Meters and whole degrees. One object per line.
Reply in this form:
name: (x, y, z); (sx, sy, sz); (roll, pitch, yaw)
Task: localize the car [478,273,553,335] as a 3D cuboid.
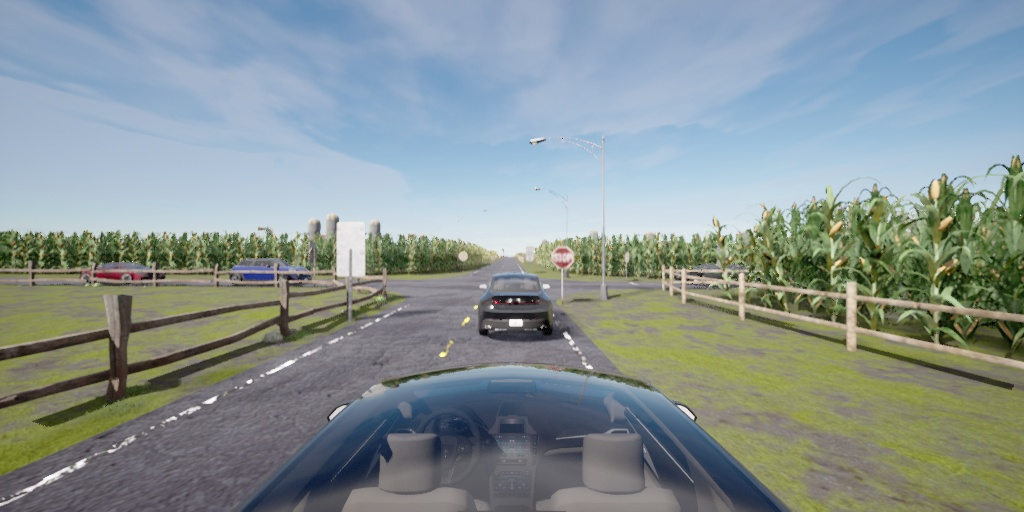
car: (0.083, 1.235, 10.410); (1.837, 1.490, 4.892); (0, 0, 0)

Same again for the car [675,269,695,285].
car: (14.563, 1.289, 26.213); (5.008, 1.535, 1.882); (1, 0, 0)

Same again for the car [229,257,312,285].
car: (-15.657, 0.952, 23.445); (4.553, 1.767, 2.097); (0, 0, 2)

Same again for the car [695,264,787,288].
car: (15.086, 1.285, 23.288); (4.902, 1.511, 2.128); (0, 0, 1)

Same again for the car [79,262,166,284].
car: (-25.496, 1.110, 23.578); (4.181, 1.385, 1.994); (0, 0, 1)
